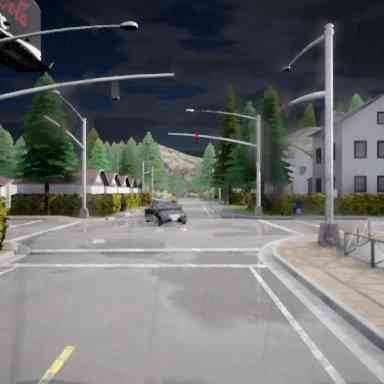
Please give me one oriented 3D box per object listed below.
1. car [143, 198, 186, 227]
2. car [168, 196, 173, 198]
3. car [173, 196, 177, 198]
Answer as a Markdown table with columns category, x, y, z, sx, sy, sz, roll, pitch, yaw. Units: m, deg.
| category | x | y | z | sx | sy | sz | roll | pitch | yaw |
| --- | --- | --- | --- | --- | --- | --- | --- | --- | --- |
| car | -1.958 | 1.393 | 22.313 | 2.128 | 1.511 | 4.902 | -1 | 0 | -22 |
| car | -3.595 | 1.516 | 39.496 | 1.812 | 1.442 | 4.674 | 0 | 0 | 0 |
| car | -3.527 | 1.468 | 59.208 | 1.882 | 1.535 | 5.008 | 0 | 0 | 0 |
